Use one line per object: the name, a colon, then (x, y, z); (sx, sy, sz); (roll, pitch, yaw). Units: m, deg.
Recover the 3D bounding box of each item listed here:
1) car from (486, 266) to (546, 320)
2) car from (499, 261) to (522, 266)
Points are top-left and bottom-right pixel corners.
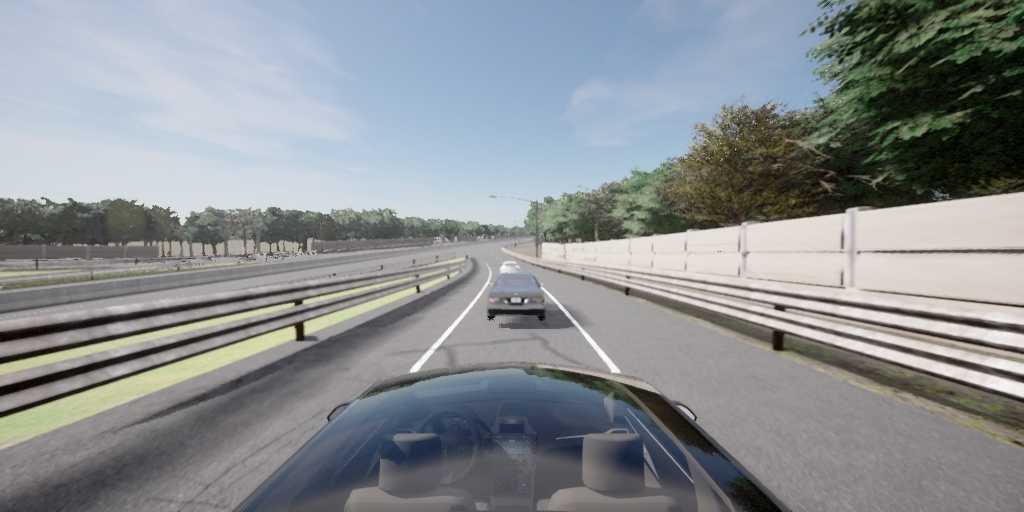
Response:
car: (0.148, 1.261, 12.434); (2.033, 1.411, 5.357); (0, 0, 1)
car: (-0.135, 1.175, 30.409); (1.812, 1.442, 4.674); (0, 0, -2)
